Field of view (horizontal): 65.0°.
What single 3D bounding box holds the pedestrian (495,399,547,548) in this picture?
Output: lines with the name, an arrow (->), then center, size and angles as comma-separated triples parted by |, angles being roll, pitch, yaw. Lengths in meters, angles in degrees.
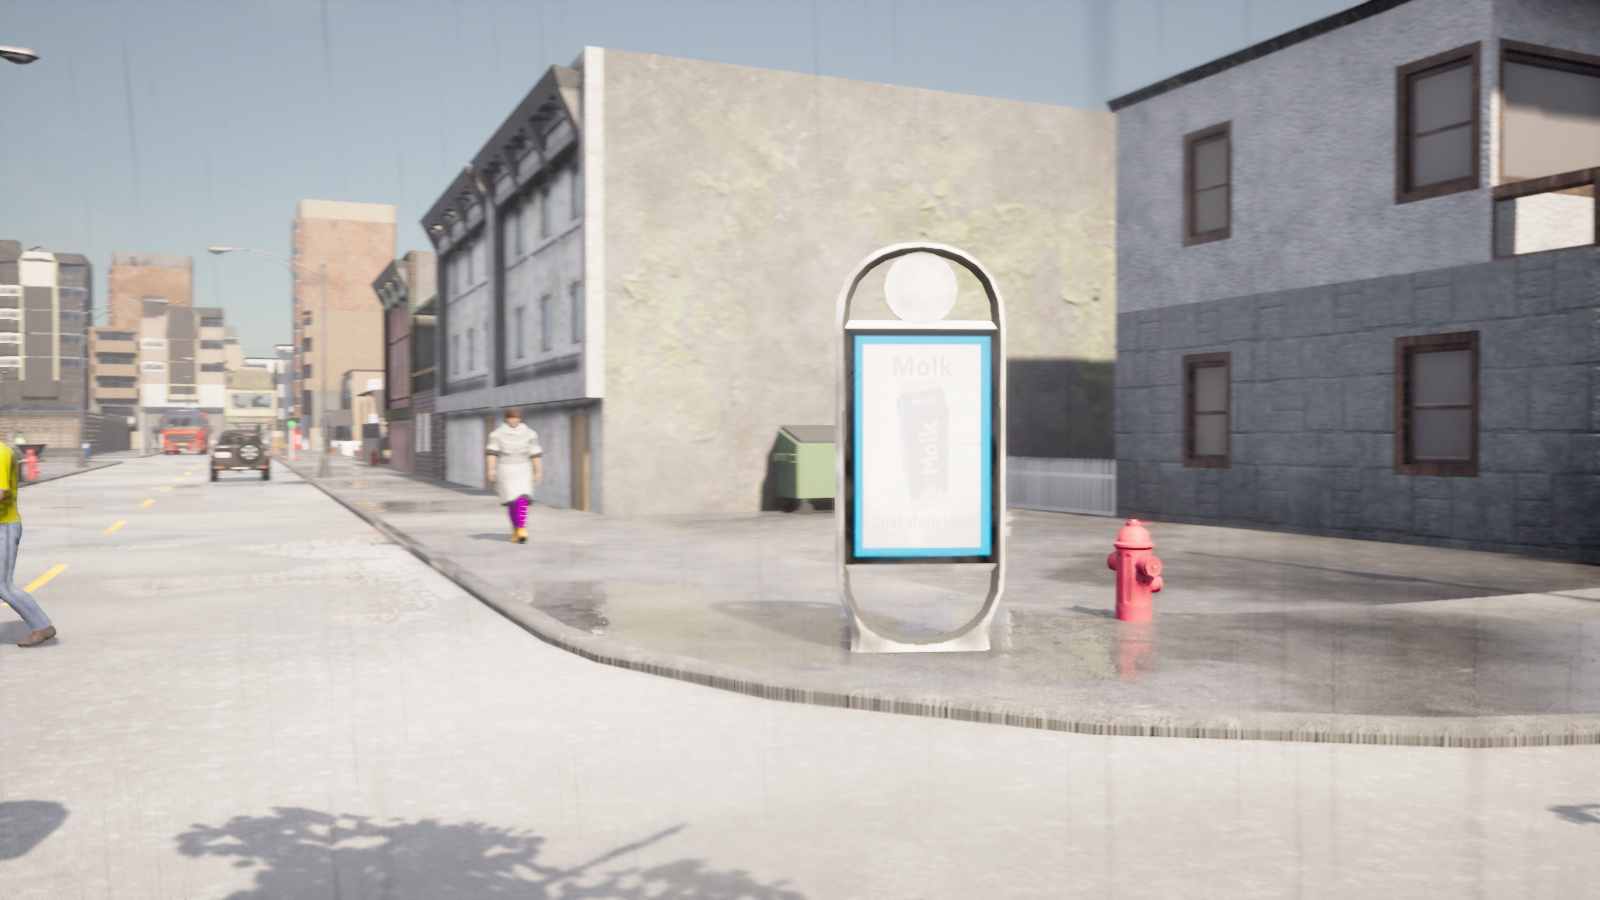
pedestrian -> -3.781, 0.300, 16.983 | 0.659, 1.952, 0.873 | 0, 1, -13

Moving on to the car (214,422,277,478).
car -> -19.350, -0.025, 43.842 | 1.932, 1.855, 4.605 | 0, 1, -24

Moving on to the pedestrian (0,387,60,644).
pedestrian -> -5.818, 0.468, 9.097 | 0.354, 1.836, 0.706 | 1, 1, 39
